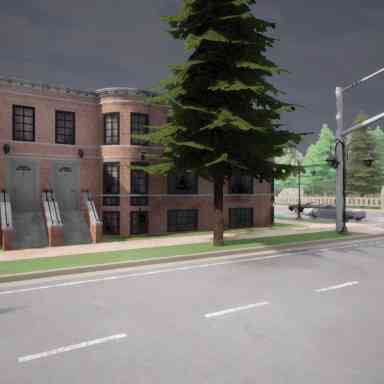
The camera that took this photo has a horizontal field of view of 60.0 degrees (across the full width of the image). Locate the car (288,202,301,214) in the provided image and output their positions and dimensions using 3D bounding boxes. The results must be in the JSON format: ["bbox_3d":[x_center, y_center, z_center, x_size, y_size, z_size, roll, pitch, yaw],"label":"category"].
[{"bbox_3d":[11.921,1.601,32.863,1.895,1.301,4.718,0,0,-30],"label":"car"}]

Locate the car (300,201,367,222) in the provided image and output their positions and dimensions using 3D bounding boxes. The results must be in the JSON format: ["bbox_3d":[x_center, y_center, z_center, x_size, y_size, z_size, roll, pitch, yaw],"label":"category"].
[{"bbox_3d":[11.425,1.601,26.734,1.895,1.301,4.718,0,0,-30],"label":"car"}]
